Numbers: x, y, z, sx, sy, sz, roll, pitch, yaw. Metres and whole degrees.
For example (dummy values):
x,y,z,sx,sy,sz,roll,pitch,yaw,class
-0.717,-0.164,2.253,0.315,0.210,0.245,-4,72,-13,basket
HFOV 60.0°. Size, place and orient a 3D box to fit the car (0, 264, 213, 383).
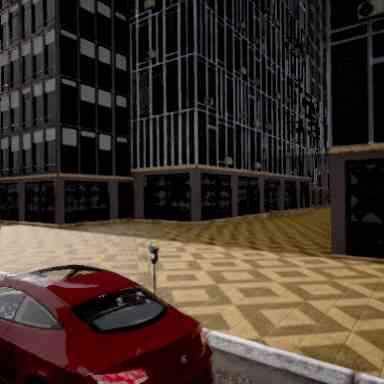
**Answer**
x,y,z,sx,sy,sz,roll,pitch,yaw,class
-1.729,1.586,4.116,4.206,1.307,1.802,0,-1,35,car
